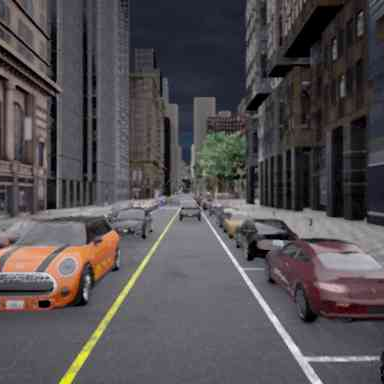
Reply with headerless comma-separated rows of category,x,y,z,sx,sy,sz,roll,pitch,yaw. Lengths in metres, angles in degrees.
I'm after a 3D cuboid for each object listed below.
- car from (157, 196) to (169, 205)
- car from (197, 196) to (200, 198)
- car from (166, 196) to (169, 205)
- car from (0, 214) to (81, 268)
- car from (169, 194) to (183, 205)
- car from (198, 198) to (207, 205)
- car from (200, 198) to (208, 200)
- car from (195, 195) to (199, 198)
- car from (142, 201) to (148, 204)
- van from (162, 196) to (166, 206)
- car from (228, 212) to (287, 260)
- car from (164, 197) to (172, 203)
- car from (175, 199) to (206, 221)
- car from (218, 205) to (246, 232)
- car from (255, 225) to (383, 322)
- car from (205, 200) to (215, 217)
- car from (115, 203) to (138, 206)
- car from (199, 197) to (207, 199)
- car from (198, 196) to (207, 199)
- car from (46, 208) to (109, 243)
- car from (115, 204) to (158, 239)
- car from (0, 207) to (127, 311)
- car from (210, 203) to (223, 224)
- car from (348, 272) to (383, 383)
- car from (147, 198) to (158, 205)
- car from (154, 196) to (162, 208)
car,-6.302,1.814,72.843,2.192,1.841,5.009,0,0,0
car,2.307,1.990,61.919,1.802,1.307,4.206,0,0,0
car,-6.260,1.905,67.355,1.967,1.590,4.097,0,0,0
car,-5.844,1.648,12.480,1.887,1.381,4.507,0,0,0
car,-3.504,1.806,67.970,2.097,1.767,4.553,0,-1,0
car,2.222,2.004,73.062,1.752,1.417,4.829,0,0,0
car,2.432,1.869,45.460,1.947,1.339,4.313,0,0,0
car,2.264,1.758,67.407,2.192,1.841,5.009,0,0,0
car,-6.010,1.837,34.430,1.802,1.307,4.206,0,0,0
van,-6.219,1.771,61.869,1.690,1.788,3.998,0,0,0
car,2.681,1.648,12.540,1.947,1.339,4.313,0,0,0
car,-6.426,2.164,89.305,1.947,1.339,4.313,0,0,0
car,-0.150,1.699,29.529,2.128,1.511,4.902,0,0,0
car,2.638,1.647,18.197,1.752,1.417,4.829,0,0,0
car,2.722,1.625,7.053,1.802,1.307,4.206,0,0,0
car,2.515,1.784,34.487,2.008,1.369,4.403,0,0,0
car,-5.969,1.658,28.943,1.967,1.590,4.097,0,0,0
car,2.390,1.904,50.946,1.947,1.339,4.313,0,0,0
car,2.347,1.899,56.603,1.752,1.417,4.829,0,0,0
car,-5.885,1.666,17.797,1.752,1.417,4.829,0,0,0
car,-3.215,1.643,18.386,1.837,1.490,4.892,0,0,0
car,-3.148,1.418,8.139,2.097,1.767,4.553,0,0,0
car,2.598,1.710,23.513,2.008,1.369,4.403,0,0,0
car,2.764,1.571,1.567,1.947,1.339,4.313,0,0,0
car,-6.092,1.849,45.235,1.752,1.417,4.829,0,0,0
car,-6.135,1.800,50.893,1.967,1.590,4.097,0,0,0
